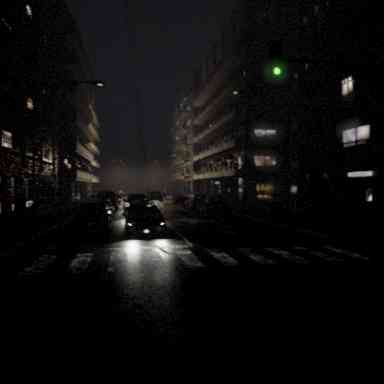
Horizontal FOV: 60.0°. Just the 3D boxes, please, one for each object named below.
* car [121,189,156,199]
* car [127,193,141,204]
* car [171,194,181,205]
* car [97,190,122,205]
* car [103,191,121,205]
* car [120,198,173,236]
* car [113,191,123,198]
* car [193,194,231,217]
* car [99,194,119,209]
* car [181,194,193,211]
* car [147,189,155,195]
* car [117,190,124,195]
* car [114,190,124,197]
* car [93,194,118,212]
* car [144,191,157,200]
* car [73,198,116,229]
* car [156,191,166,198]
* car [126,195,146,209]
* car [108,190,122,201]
[{"bbox_3d":[-4.262,0.898,25.986,2.097,1.767,4.553,0,1,-11],"label":"car"},{"bbox_3d":[-7.976,0.851,45.484,1.895,1.301,4.718,0,1,-11],"label":"car"},{"bbox_3d":[-1.633,0.892,42.679,1.802,1.307,4.206,0,1,-11],"label":"car"},{"bbox_3d":[-7.688,0.793,29.918,2.192,1.841,5.009,0,1,-11],"label":"car"},{"bbox_3d":[-9.858,0.749,41.075,1.967,1.590,4.097,0,1,-11],"label":"car"},{"bbox_3d":[-2.453,1.237,16.682,2.033,1.411,5.357,0,1,-11],"label":"car"},{"bbox_3d":[-15.284,0.443,68.961,2.008,1.369,4.403,0,1,-11],"label":"car"},{"bbox_3d":[1.622,1.005,25.945,1.967,1.590,4.097,0,1,-11],"label":"car"},{"bbox_3d":[-8.741,0.921,35.331,1.752,1.417,4.829,0,1,-11],"label":"car"},{"bbox_3d":[0.538,0.920,31.522,1.967,1.590,4.097,0,1,-11],"label":"car"},{"bbox_3d":[-11.399,0.006,92.872,1.967,1.590,4.097,0,1,-11],"label":"car"},{"bbox_3d":[-19.625,0.130,91.271,1.947,1.339,4.313,0,1,-11],"label":"car"},{"bbox_3d":[-16.370,0.360,74.539,2.008,1.369,4.403,0,1,-11],"label":"car"},{"bbox_3d":[-6.571,1.091,24.177,1.752,1.417,4.829,0,1,-11],"label":"car"},{"bbox_3d":[-7.298,0.554,57.716,1.882,1.535,5.008,0,1,-11],"label":"car"},{"bbox_3d":[-5.518,1.215,18.767,1.947,1.339,4.313,0,1,-11],"label":"car"},{"bbox_3d":[-5.413,0.573,48.032,2.097,1.767,4.553,0,1,-11],"label":"car"},{"bbox_3d":[-6.012,1.005,35.335,1.895,1.301,4.718,0,1,-11],"label":"car"},{"bbox_3d":[-12.029,0.581,52.229,1.967,1.590,4.097,0,1,-11],"label":"car"}]
